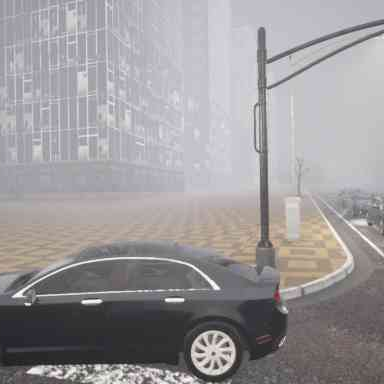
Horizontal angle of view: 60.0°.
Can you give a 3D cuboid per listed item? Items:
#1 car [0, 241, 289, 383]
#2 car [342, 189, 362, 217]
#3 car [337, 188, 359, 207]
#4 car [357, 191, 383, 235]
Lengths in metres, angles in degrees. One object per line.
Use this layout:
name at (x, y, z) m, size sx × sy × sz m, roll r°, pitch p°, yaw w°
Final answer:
car at (-1.142, 1.505, 4.792) m, size 4.892 × 1.490 × 1.837 m, roll 0°, pitch 0°, yaw 0°
car at (10.921, 0.759, 20.780) m, size 1.994 × 1.385 × 4.181 m, roll -1°, pitch 2°, yaw 17°
car at (12.886, 0.454, 26.854) m, size 2.128 × 1.511 × 4.902 m, roll -1°, pitch 2°, yaw 18°
car at (8.902, 0.928, 14.476) m, size 2.128 × 1.511 × 4.902 m, roll -1°, pitch 2°, yaw 18°
